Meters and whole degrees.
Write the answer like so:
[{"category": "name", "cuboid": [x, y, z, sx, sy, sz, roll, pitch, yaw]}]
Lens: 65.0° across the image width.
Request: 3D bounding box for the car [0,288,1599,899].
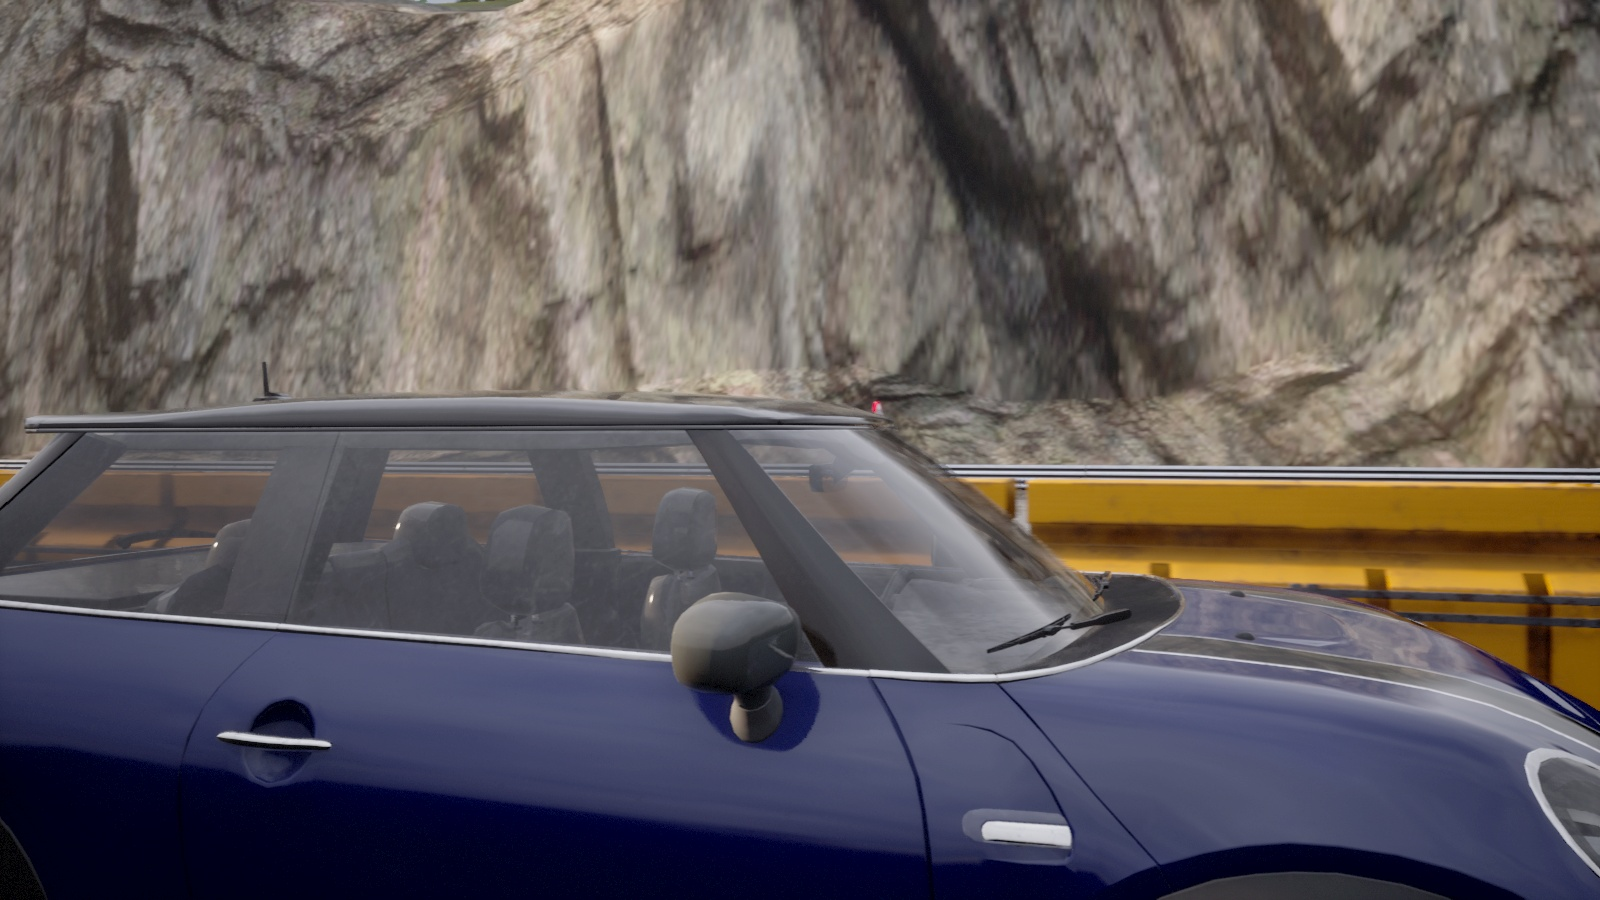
[{"category": "car", "cuboid": [-0.194, 0.631, 3.258, 4.553, 1.767, 2.097, 1, 1, 18]}]
